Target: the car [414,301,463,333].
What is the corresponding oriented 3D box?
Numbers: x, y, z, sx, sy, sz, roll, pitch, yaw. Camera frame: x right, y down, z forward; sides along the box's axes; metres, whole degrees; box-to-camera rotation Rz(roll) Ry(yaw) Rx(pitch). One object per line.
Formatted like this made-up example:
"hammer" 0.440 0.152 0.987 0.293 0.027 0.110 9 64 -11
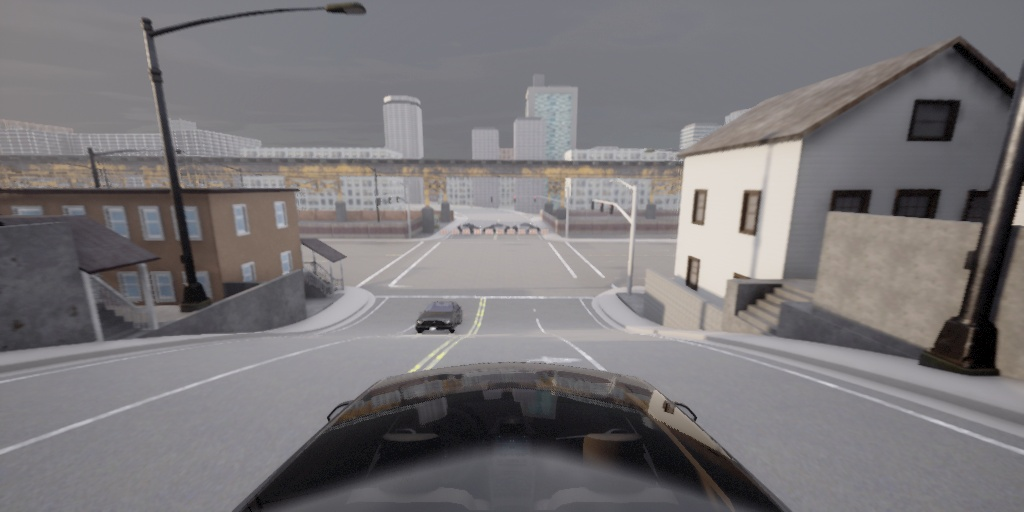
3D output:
"car" -3.705 3.120 19.203 2.033 1.411 5.357 0 -3 -1
